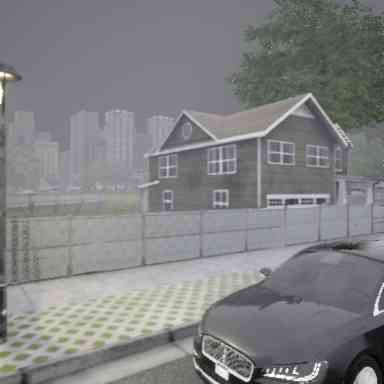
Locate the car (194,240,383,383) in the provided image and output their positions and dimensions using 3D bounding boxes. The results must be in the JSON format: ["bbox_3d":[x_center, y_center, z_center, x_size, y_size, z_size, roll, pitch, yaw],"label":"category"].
[{"bbox_3d":[2.275,1.512,4.670,4.892,1.490,1.837,0,0,-35],"label":"car"}]
